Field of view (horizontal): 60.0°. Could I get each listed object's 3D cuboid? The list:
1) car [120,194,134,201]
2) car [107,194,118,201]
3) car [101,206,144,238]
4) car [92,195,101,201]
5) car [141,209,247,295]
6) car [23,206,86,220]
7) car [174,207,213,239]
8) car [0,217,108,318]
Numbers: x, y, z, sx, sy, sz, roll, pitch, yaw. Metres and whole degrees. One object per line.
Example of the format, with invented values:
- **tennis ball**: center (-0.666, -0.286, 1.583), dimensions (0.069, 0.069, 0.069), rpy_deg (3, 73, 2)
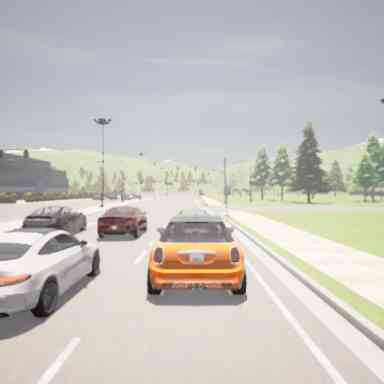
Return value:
- **car**: center (-16.346, 1.491, 82.662), dimensions (1.895, 1.301, 4.718), rpy_deg (0, 0, 0)
- **car**: center (-19.846, 1.448, 82.679), dimensions (1.994, 1.385, 4.181), rpy_deg (0, 0, 0)
- **car**: center (-3.501, 1.455, 17.458), dimensions (1.882, 1.535, 5.008), rpy_deg (0, 0, 0)
- **car**: center (-23.346, 1.420, 82.661), dimensions (1.812, 1.442, 4.674), rpy_deg (0, 0, 0)
- **car**: center (0.097, 1.342, 8.824), dimensions (2.097, 1.767, 4.553), rpy_deg (0, 0, 0)
- **car**: center (-7.000, 1.469, 17.475), dimensions (2.128, 1.511, 4.902), rpy_deg (0, 0, 0)
- **car**: center (0.056, 1.578, 18.320), dimensions (1.895, 1.301, 4.718), rpy_deg (0, 0, -1)
- **car**: center (-3.428, 1.516, 7.275), dimensions (1.812, 1.442, 4.674), rpy_deg (0, 0, 0)
